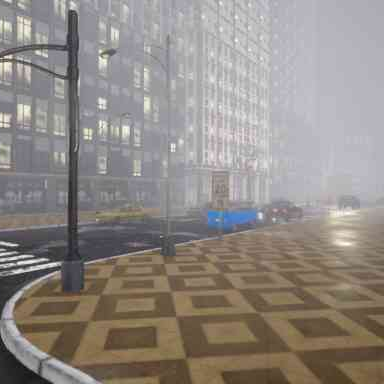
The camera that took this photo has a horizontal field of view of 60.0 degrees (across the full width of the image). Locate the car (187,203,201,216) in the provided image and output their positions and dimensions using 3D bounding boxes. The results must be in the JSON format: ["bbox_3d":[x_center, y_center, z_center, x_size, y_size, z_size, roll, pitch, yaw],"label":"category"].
[{"bbox_3d":[1.279,1.604,31.715,1.802,1.307,4.206,0,0,38],"label":"car"}]

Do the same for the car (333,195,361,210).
[{"bbox_3d":[21.086,1.368,44.562,2.192,1.841,5.009,0,0,38],"label":"car"}]

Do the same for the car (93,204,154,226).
[{"bbox_3d":[-4.822,1.540,23.987,1.752,1.417,4.829,0,0,38],"label":"car"}]

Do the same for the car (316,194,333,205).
[{"bbox_3d":[25.008,1.380,62.599,2.192,1.841,5.009,0,0,38],"label":"car"}]

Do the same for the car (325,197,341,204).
[{"bbox_3d":[28.397,1.624,67.011,2.008,1.369,4.403,0,0,38],"label":"car"}]

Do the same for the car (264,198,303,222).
[{"bbox_3d":[7.527,1.472,26.914,1.967,1.590,4.097,0,0,38],"label":"car"}]

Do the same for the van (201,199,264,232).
[{"bbox_3d":[2.571,1.368,20.280,1.690,1.788,3.998,0,0,38],"label":"van"}]

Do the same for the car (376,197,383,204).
[{"bbox_3d":[38.034,1.658,66.620,1.947,1.339,4.313,0,0,38],"label":"car"}]
